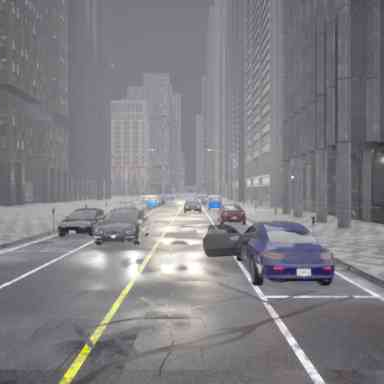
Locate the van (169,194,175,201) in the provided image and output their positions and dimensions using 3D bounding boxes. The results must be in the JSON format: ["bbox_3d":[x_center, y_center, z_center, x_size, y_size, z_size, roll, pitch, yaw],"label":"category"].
[{"bbox_3d":[-5.762,1.330,80.236,1.690,1.788,3.998,0,0,0],"label":"van"}]

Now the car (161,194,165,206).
[{"bbox_3d":[-5.763,1.434,52.031,1.967,1.590,4.097,0,0,0],"label":"car"}]

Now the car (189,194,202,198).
[{"bbox_3d":[0.020,1.472,46.880,1.882,1.535,5.008,0,0,0],"label":"car"}]

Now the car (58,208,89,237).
[{"bbox_3d":[-5.763,1.564,18.187,1.947,1.339,4.313,0,0,0],"label":"car"}]

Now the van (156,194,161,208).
[{"bbox_3d":[-5.763,1.336,46.390,1.690,1.788,3.998,0,0,0],"label":"van"}]

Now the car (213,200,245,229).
[{"bbox_3d":[2.762,1.542,23.832,1.887,1.381,4.507,0,0,0],"label":"car"}]

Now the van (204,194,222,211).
[{"bbox_3d":[2.762,1.336,40.754,1.690,1.788,3.998,0,0,0],"label":"van"}]

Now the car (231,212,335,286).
[{"bbox_3d":[2.354,1.525,9.296,1.812,1.442,4.674,0,0,0],"label":"car"}]

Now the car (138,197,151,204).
[{"bbox_3d":[-5.763,1.521,34.939,1.752,1.417,4.829,0,0,0],"label":"car"}]

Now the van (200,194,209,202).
[{"bbox_3d":[2.763,1.331,74.598,1.690,1.788,3.998,0,0,0],"label":"van"}]

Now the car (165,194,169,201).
[{"bbox_3d":[-5.763,1.308,57.673,2.192,1.841,5.009,0,0,0],"label":"car"}]

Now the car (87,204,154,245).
[{"bbox_3d":[-3.098,1.503,15.494,1.837,1.490,4.892,0,0,0],"label":"car"}]

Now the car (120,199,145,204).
[{"bbox_3d":[-5.763,1.548,29.468,2.008,1.369,4.403,0,0,0],"label":"car"}]

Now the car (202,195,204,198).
[{"bbox_3d":[2.763,1.575,57.676,1.802,1.307,4.206,0,0,0],"label":"car"}]

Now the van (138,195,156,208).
[{"bbox_3d":[-5.763,1.336,40.750,1.690,1.788,3.998,0,0,0],"label":"van"}]

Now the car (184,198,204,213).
[{"bbox_3d":[0.077,1.597,36.613,1.895,1.301,4.718,0,0,0],"label":"car"}]
